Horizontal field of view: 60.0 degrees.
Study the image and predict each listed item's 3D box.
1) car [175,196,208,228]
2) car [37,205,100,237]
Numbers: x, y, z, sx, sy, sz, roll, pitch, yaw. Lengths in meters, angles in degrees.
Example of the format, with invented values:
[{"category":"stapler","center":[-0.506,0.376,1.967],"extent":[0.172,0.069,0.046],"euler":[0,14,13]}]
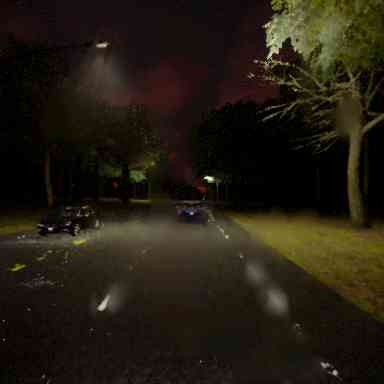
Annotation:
[{"category":"car","center":[-0.017,1.361,22.593],"extent":[2.097,1.767,4.553],"euler":[0,0,0]},{"category":"car","center":[-6.585,1.512,18.300],"extent":[1.837,1.490,4.892],"euler":[0,0,4]}]
